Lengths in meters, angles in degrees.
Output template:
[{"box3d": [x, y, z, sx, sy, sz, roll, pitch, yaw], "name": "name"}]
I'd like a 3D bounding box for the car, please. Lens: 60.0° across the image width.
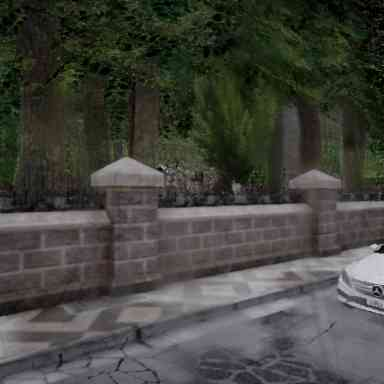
[{"box3d": [4.869, 1.526, 6.726, 4.674, 1.442, 1.812, 0, 0, -35], "name": "car"}]
